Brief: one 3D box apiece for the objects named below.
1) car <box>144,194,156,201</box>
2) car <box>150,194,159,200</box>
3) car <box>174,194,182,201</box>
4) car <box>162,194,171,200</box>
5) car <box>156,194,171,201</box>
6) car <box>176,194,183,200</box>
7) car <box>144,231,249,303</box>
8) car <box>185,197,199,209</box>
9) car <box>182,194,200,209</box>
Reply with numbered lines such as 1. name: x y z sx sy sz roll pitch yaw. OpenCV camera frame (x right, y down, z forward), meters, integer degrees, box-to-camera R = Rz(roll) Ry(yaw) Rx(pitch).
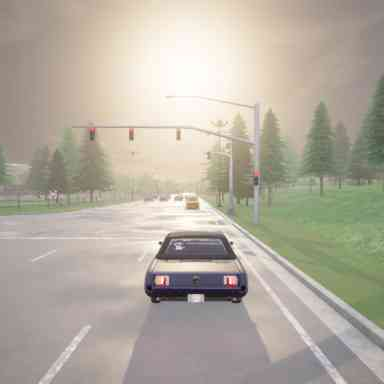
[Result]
1. car: -10.337 1.531 80.445 2.033 1.411 5.357 0 0 0
2. car: -10.316 1.332 90.865 1.837 1.490 4.892 0 0 0
3. car: -3.336 1.545 80.848 1.994 1.385 4.181 0 0 0
4. car: -6.816 1.372 90.858 2.033 1.411 5.357 0 0 0
5. car: -6.837 1.531 80.438 2.033 1.411 5.357 0 0 0
6. car: -3.316 1.357 90.851 1.812 1.442 4.674 0 0 0
7. car: 0.096 1.601 8.136 1.895 1.301 4.718 0 0 1
8. car: 0.051 1.576 49.804 2.033 1.411 5.357 -1 1 1
9. car: -0.032 1.083 46.331 1.882 1.535 5.008 -3 17 -3
